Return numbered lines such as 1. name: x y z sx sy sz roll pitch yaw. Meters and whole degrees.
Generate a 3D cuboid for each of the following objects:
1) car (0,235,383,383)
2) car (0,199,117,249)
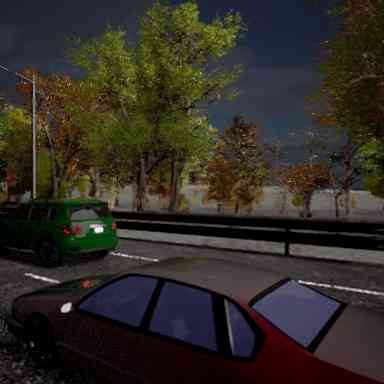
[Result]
1. car: -0.109 1.562 4.068 5.357 1.411 2.033 0 0 35
2. car: -5.082 1.291 11.916 5.566 2.045 2.150 0 0 36
